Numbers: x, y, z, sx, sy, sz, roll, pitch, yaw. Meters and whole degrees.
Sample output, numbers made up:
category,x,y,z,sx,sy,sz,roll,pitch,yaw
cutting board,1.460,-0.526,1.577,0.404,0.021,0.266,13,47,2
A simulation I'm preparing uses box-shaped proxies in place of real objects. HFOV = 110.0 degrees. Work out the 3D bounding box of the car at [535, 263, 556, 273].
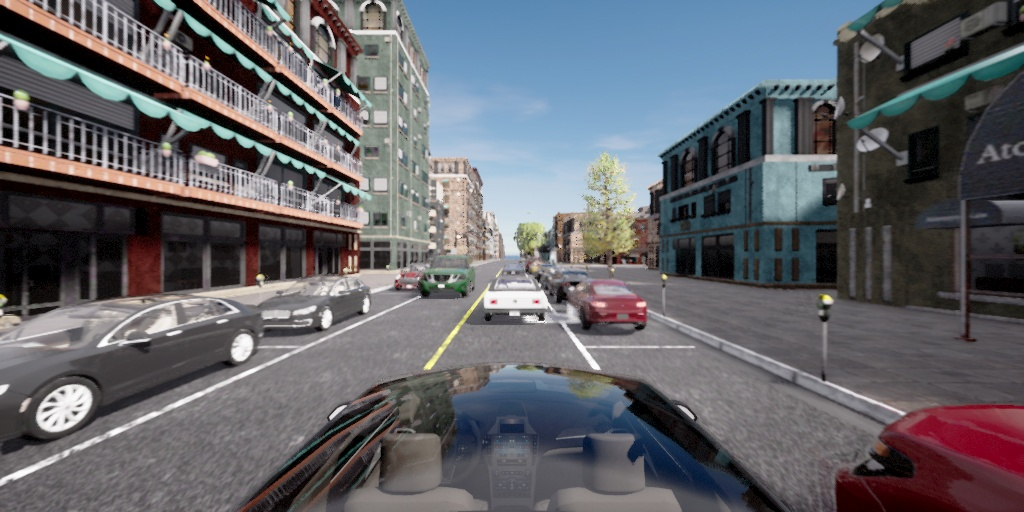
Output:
category,x,y,z,sx,sy,sz,roll,pitch,yaw
car,2.690,1.289,21.870,2.007,1.370,4.403,0,0,0

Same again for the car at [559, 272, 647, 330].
category,x,y,z,sx,sy,sz,roll,pitch,yaw
car,2.690,1.324,10.792,1.802,1.307,4.207,0,0,0

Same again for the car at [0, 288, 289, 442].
category,x,y,z,sx,sy,sz,roll,pitch,yaw
car,-5.690,1.296,5.254,2.007,1.370,4.403,0,0,0

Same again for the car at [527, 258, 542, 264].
category,x,y,z,sx,sy,sz,roll,pitch,yaw
car,2.690,1.263,38.659,1.751,1.417,4.829,0,0,0

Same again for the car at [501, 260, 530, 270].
category,x,y,z,sx,sy,sz,roll,pitch,yaw
car,0.095,1.286,28.726,2.033,1.411,5.357,0,0,0

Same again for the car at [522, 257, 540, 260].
category,x,y,z,sx,sy,sz,roll,pitch,yaw
car,2.691,1.052,44.028,2.192,1.841,5.009,0,0,0

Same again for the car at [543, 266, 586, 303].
category,x,y,z,sx,sy,sz,roll,pitch,yaw
car,2.690,1.305,16.332,1.948,1.339,4.313,0,0,0

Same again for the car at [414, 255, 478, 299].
category,x,y,z,sx,sy,sz,roll,pitch,yaw
car,-3.101,0.960,18.502,2.150,2.045,5.566,0,0,0

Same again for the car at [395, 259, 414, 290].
category,x,y,z,sx,sy,sz,roll,pitch,yaw
car,-5.691,1.178,21.870,1.967,1.591,4.097,0,0,0

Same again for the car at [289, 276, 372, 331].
category,x,y,z,sx,sy,sz,roll,pitch,yaw
car,-5.690,1.292,10.793,2.007,1.370,4.403,0,0,0

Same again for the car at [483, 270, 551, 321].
category,x,y,z,sx,sy,sz,roll,pitch,yaw
car,0.091,1.342,12.455,1.895,1.301,4.718,0,0,0

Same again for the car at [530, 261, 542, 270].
category,x,y,z,sx,sy,sz,roll,pitch,yaw
car,2.690,1.304,27.409,1.948,1.339,4.313,0,0,0
